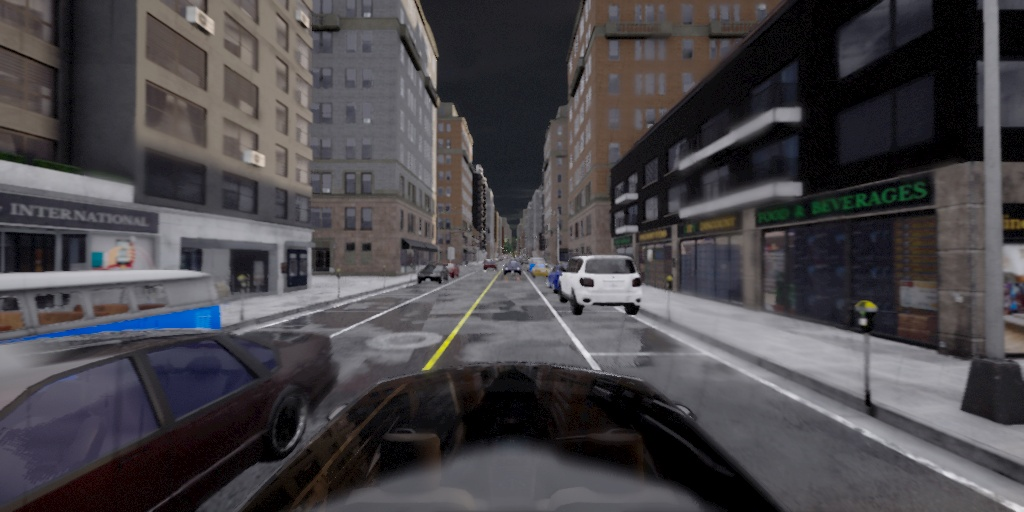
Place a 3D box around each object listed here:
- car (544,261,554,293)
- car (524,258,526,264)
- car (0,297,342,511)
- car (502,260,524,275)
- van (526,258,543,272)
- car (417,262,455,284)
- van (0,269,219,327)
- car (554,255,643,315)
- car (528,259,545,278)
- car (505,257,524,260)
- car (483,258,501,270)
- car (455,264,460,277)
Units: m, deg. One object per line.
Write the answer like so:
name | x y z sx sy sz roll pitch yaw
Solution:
car | 3.138 1.221 20.617 1.882 1.535 5.008 0 0 0
car | 2.665 1.257 44.390 1.751 1.417 4.829 0 0 0
car | -3.099 1.298 2.255 2.033 1.411 5.357 0 0 0
car | 0.064 1.336 38.501 1.895 1.301 4.718 0 0 0
van | 2.666 1.076 38.547 1.690 1.789 3.998 0 0 0
car | -5.860 1.307 27.203 1.948 1.339 4.313 0 0 0
van | -5.858 1.090 4.511 1.690 1.789 3.998 0 0 0
car | 3.105 0.974 13.647 2.150 2.045 5.566 0 0 0
car | 2.666 1.263 33.043 1.751 1.417 4.829 0 0 0
car | 0.403 1.253 53.023 1.812 1.442 4.674 0 0 7
car | -3.011 1.330 50.807 1.895 1.301 4.718 0 0 0
car | -5.860 1.283 32.876 1.888 1.381 4.507 0 0 0
